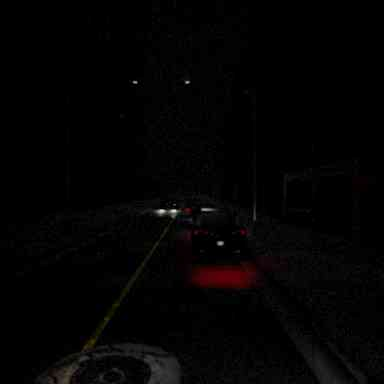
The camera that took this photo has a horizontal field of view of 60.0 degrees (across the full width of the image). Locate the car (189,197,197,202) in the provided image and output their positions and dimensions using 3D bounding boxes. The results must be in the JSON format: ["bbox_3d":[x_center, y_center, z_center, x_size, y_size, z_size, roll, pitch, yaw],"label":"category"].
[{"bbox_3d":[0.898,1.440,28.978,1.882,1.535,5.008,0,0,0],"label":"car"}]

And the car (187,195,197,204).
[{"bbox_3d":[-0.004,1.411,63.113,1.882,1.535,5.008,0,0,0],"label":"car"}]

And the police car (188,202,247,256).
[{"bbox_3d":[0.899,1.405,13.087,1.930,1.638,5.238,0,0,0],"label":"police car"}]

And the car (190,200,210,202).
[{"bbox_3d":[0.899,1.494,22.978,1.812,1.442,4.674,0,0,0],"label":"car"}]

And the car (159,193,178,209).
[{"bbox_3d":[-3.089,1.173,44.233,2.150,2.045,5.566,0,0,0],"label":"car"}]

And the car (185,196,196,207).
[{"bbox_3d":[0.001,1.547,48.702,1.895,1.301,4.718,0,0,0],"label":"car"}]
